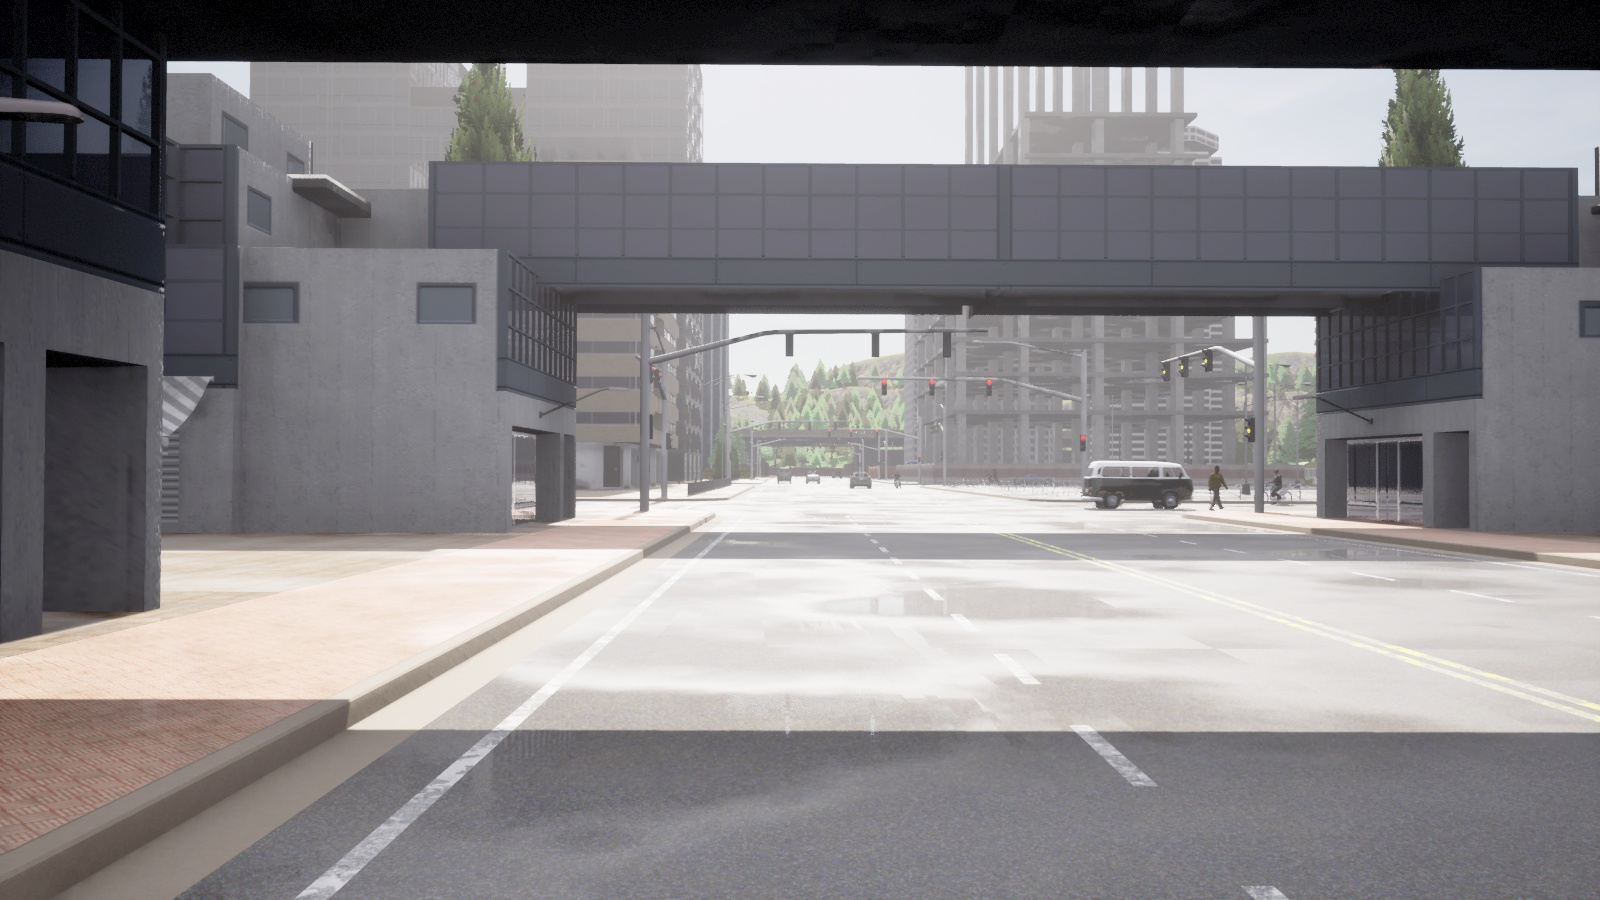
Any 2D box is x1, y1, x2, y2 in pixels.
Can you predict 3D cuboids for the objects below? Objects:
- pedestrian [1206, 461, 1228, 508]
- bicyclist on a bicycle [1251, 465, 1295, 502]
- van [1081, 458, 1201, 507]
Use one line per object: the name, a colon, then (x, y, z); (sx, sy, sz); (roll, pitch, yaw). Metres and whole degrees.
pedestrian: (16.300, 1.350, 49.100); (0.431, 1.840, 0.709); (0, -1, -21)
bicyclist on a bicycle: (22.648, 1.602, 60.157); (1.843, 1.776, 0.659); (0, -1, 0)
van: (14.372, 1.371, 53.150); (4.480, 2.038, 2.069); (0, -1, -1)
